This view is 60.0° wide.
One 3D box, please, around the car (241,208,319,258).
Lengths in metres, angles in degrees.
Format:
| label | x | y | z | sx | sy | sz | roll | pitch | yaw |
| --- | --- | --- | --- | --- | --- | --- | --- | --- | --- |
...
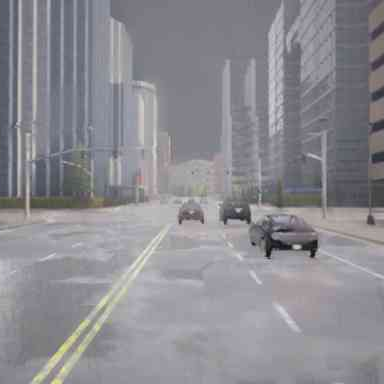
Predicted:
| label | x | y | z | sx | sy | sz | roll | pitch | yaw |
| --- | --- | --- | --- | --- | --- | --- | --- | --- | --- |
| car | 3.518 | 1.643 | 13.491 | 2.128 | 1.511 | 4.902 | 0 | 0 | 1 |

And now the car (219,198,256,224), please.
| label | x | y | z | sx | sy | sz | roll | pitch | yaw |
| --- | --- | --- | --- | --- | --- | --- | --- | --- | --- |
| car | 3.497 | 1.529 | 27.553 | 2.150 | 2.045 | 5.566 | 0 | 0 | 0 |

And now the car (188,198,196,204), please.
| label | x | y | z | sx | sy | sz | roll | pitch | yaw |
| --- | --- | --- | --- | --- | --- | --- | --- | --- | --- |
| car | -0.043 | 2.503 | 89.797 | 2.128 | 1.511 | 4.902 | 0 | -1 | 0 |

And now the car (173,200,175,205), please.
| label | x | y | z | sx | sy | sz | roll | pitch | yaw |
| --- | --- | --- | --- | --- | --- | --- | --- | --- | --- |
| car | -3.540 | 2.460 | 82.573 | 1.994 | 1.385 | 4.181 | 0 | -1 | 0 |

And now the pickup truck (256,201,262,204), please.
| label | x | y | z | sx | sy | sz | roll | pitch | yaw |
| --- | --- | --- | --- | --- | --- | --- | --- | --- | --- |
| pickup truck | 16.580 | 1.999 | 85.548 | 2.390 | 2.098 | 6.274 | 0 | -1 | 30 |

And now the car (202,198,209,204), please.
| label | x | y | z | sx | sy | sz | roll | pitch | yaw |
| --- | --- | --- | --- | --- | --- | --- | --- | --- | --- |
| car | 3.457 | 2.574 | 90.133 | 1.895 | 1.301 | 4.718 | 0 | -1 | 0 |

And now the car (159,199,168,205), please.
| label | x | y | z | sx | sy | sz | roll | pitch | yaw |
| --- | --- | --- | --- | --- | --- | --- | --- | --- | --- |
| car | -7.040 | 2.408 | 82.572 | 1.837 | 1.490 | 4.892 | 0 | -1 | 0 |

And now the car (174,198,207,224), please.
| label | x | y | z | sx | sy | sz | roll | pitch | yaw |
| --- | --- | --- | --- | --- | --- | --- | --- | --- | --- |
| car | -0.189 | 1.664 | 28.396 | 2.097 | 1.767 | 4.553 | 0 | -1 | -4 |
